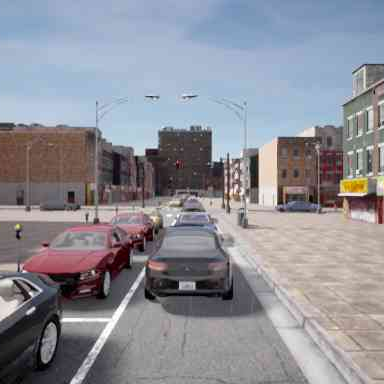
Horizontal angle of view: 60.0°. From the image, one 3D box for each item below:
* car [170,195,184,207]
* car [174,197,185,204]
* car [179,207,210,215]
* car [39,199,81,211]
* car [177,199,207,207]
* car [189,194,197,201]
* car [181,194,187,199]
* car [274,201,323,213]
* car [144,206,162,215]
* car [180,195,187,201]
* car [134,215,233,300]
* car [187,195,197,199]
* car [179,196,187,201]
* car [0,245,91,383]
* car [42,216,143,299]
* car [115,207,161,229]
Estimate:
[{"bbox_3d":[-2.539,1.592,51.256,1.752,1.417,4.829,0,0,0],"label":"car"},{"bbox_3d":[-2.508,1.663,67.757,2.008,1.369,4.403,0,0,0],"label":"car"},{"bbox_3d":[0.123,1.607,15.709,1.895,1.301,4.718,0,0,0],"label":"car"},{"bbox_3d":[-14.469,1.495,36.581,4.181,1.385,1.994,0,0,0],"label":"car"},{"bbox_3d":[0.160,1.523,26.010,1.837,1.490,4.892,0,0,2],"label":"car"},{"bbox_3d":[0.172,1.551,91.885,2.097,1.767,4.553,0,0,0],"label":"car"},{"bbox_3d":[-2.527,1.396,56.869,2.192,1.841,5.009,0,0,0],"label":"car"},{"bbox_3d":[12.651,1.745,39.619,5.357,1.411,2.033,1,0,0],"label":"car"},{"bbox_3d":[-2.598,1.535,19.298,1.752,1.417,4.829,0,0,0],"label":"car"},{"bbox_3d":[-2.457,1.646,94.978,1.967,1.590,4.097,0,0,0],"label":"car"},{"bbox_3d":[-0.040,1.527,8.301,1.812,1.442,4.674,0,0,1],"label":"car"},{"bbox_3d":[0.228,1.703,64.533,1.895,1.301,4.718,0,0,0],"label":"car"},{"bbox_3d":[-2.467,1.733,89.534,1.887,1.381,4.507,0,0,0],"label":"car"},{"bbox_3d":[-2.628,1.551,2.986,2.008,1.369,4.403,0,0,0],"label":"car"},{"bbox_3d":[-2.618,1.546,8.480,1.887,1.381,4.507,0,0,0],"label":"car"},{"bbox_3d":[-2.608,1.549,13.974,1.887,1.381,4.507,0,0,0],"label":"car"}]
